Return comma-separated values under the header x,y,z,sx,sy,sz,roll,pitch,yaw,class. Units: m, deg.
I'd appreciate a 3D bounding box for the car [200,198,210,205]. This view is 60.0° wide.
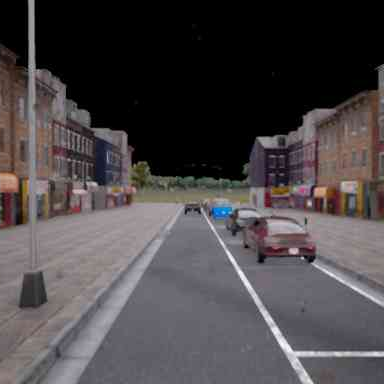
x,y,z,sx,sy,sz,roll,pitch,yaw,class
2.621,1.948,68.364,2.008,1.369,4.403,-1,0,0,car

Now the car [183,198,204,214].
x,y,z,sx,sy,sz,roll,pitch,yaw,class
0.077,1.719,37.670,1.837,1.490,4.892,0,-1,0,car

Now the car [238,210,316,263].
x,y,z,sx,sy,sz,roll,pitch,yaw,class
3.024,1.596,12.179,1.812,1.442,4.674,0,0,0,car

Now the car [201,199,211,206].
x,y,z,sx,sy,sz,roll,pitch,yaw,class
2.622,1.946,62.832,1.802,1.307,4.206,-1,0,0,car

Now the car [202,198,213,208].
x,y,z,sx,sy,sz,roll,pitch,yaw,class
2.621,1.858,57.469,1.752,1.417,4.829,-1,0,0,car

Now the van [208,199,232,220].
x,y,z,sx,sy,sz,roll,pitch,yaw,class
2.617,1.511,29.639,1.690,1.788,3.998,-1,0,0,van

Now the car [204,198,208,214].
x,y,z,sx,sy,sz,roll,pitch,yaw,class
2.619,1.642,35.171,1.967,1.590,4.097,-1,0,0,car

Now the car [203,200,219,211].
x,y,z,sx,sy,sz,roll,pitch,yaw,class
2.622,1.832,46.235,1.947,1.339,4.313,-1,0,0,car

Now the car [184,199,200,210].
x,y,z,sx,sy,sz,roll,pitch,yaw,class
0.036,1.772,48.535,2.128,1.511,4.902,0,0,1,car

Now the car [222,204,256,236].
x,y,z,sx,sy,sz,roll,pitch,yaw,class
3.024,1.635,19.181,1.812,1.442,4.674,0,0,0,car
